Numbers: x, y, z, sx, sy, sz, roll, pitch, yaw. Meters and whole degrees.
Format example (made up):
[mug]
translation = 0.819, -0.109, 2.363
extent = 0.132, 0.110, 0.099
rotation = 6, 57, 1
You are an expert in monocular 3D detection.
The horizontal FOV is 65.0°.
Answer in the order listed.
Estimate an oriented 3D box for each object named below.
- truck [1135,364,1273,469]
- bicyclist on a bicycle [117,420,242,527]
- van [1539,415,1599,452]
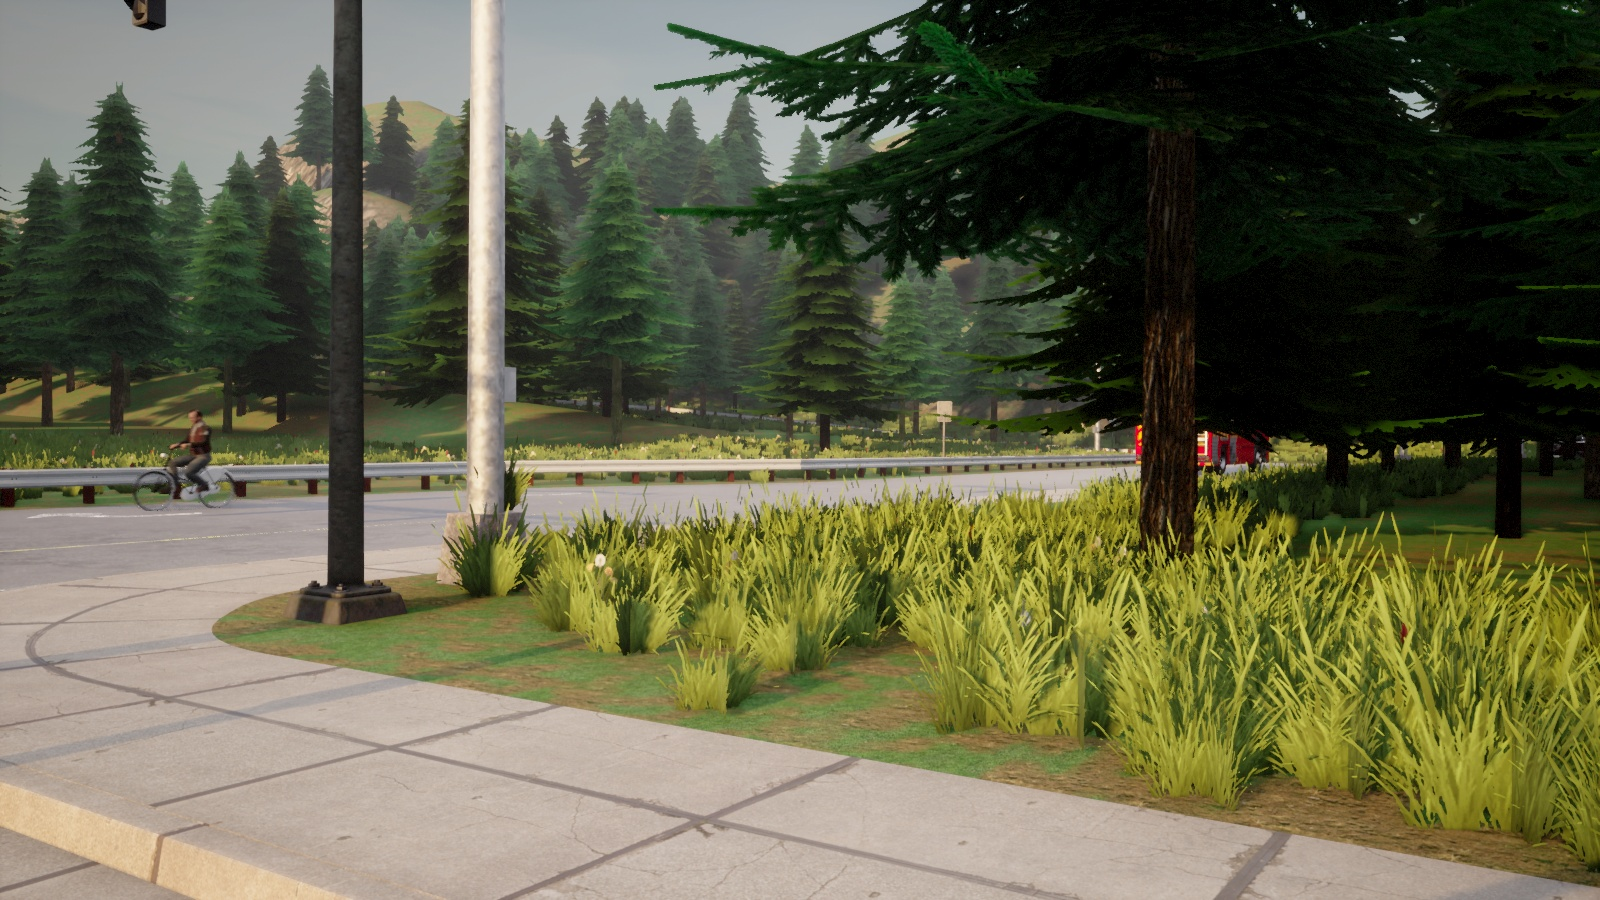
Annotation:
[truck]
translation = 16.175, -1.287, 49.850
extent = 2.891, 3.827, 8.468
rotation = 0, 1, 35
[bicyclist on a bicycle]
translation = -10.720, 0.375, 21.741
extent = 0.659, 1.776, 1.843
rotation = 0, 1, 33
[van]
translation = 44.806, -0.951, 71.314
extent = 4.480, 2.038, 2.069
rotation = 0, 1, 9
